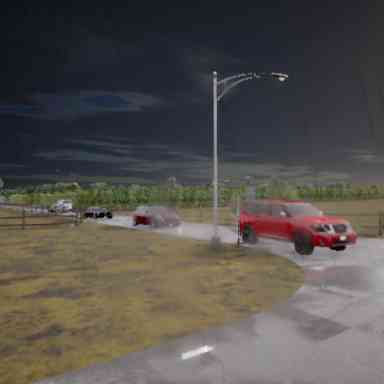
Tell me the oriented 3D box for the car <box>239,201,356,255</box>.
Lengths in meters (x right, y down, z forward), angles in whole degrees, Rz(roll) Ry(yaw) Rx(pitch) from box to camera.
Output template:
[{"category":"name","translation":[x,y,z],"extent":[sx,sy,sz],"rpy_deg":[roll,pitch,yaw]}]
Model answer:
[{"category":"car","translation":[4.264,1.409,14.634],"extent":[2.150,2.045,5.566],"rpy_deg":[0,-2,-27]}]

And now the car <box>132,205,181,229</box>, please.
[{"category":"car","translation":[-2.777,1.782,25.349],"extent":[2.097,1.767,4.553],"rpy_deg":[0,-1,-36]}]

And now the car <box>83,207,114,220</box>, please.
[{"category":"car","translation":[-10.028,2.270,35.425],"extent":[1.895,1.301,4.718],"rpy_deg":[0,-1,-36]}]

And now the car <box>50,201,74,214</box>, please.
[{"category":"car","translation":[-19.229,2.472,48.339],"extent":[2.128,1.511,4.902],"rpy_deg":[0,-1,-35]}]
